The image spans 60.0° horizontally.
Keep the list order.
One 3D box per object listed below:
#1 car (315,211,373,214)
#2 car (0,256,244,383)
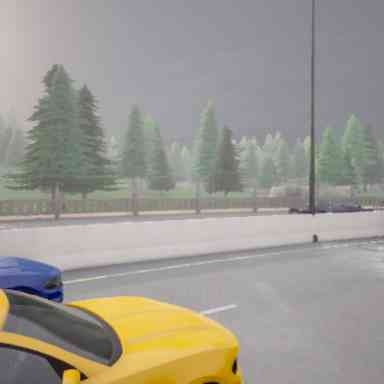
[{"bbox_3d":[11.468,1.484,25.604,4.718,1.301,1.895,0,0,-22],"label":"car"},{"bbox_3d":[-1.812,1.463,2.329,5.008,1.535,1.882,0,0,-36],"label":"car"}]
